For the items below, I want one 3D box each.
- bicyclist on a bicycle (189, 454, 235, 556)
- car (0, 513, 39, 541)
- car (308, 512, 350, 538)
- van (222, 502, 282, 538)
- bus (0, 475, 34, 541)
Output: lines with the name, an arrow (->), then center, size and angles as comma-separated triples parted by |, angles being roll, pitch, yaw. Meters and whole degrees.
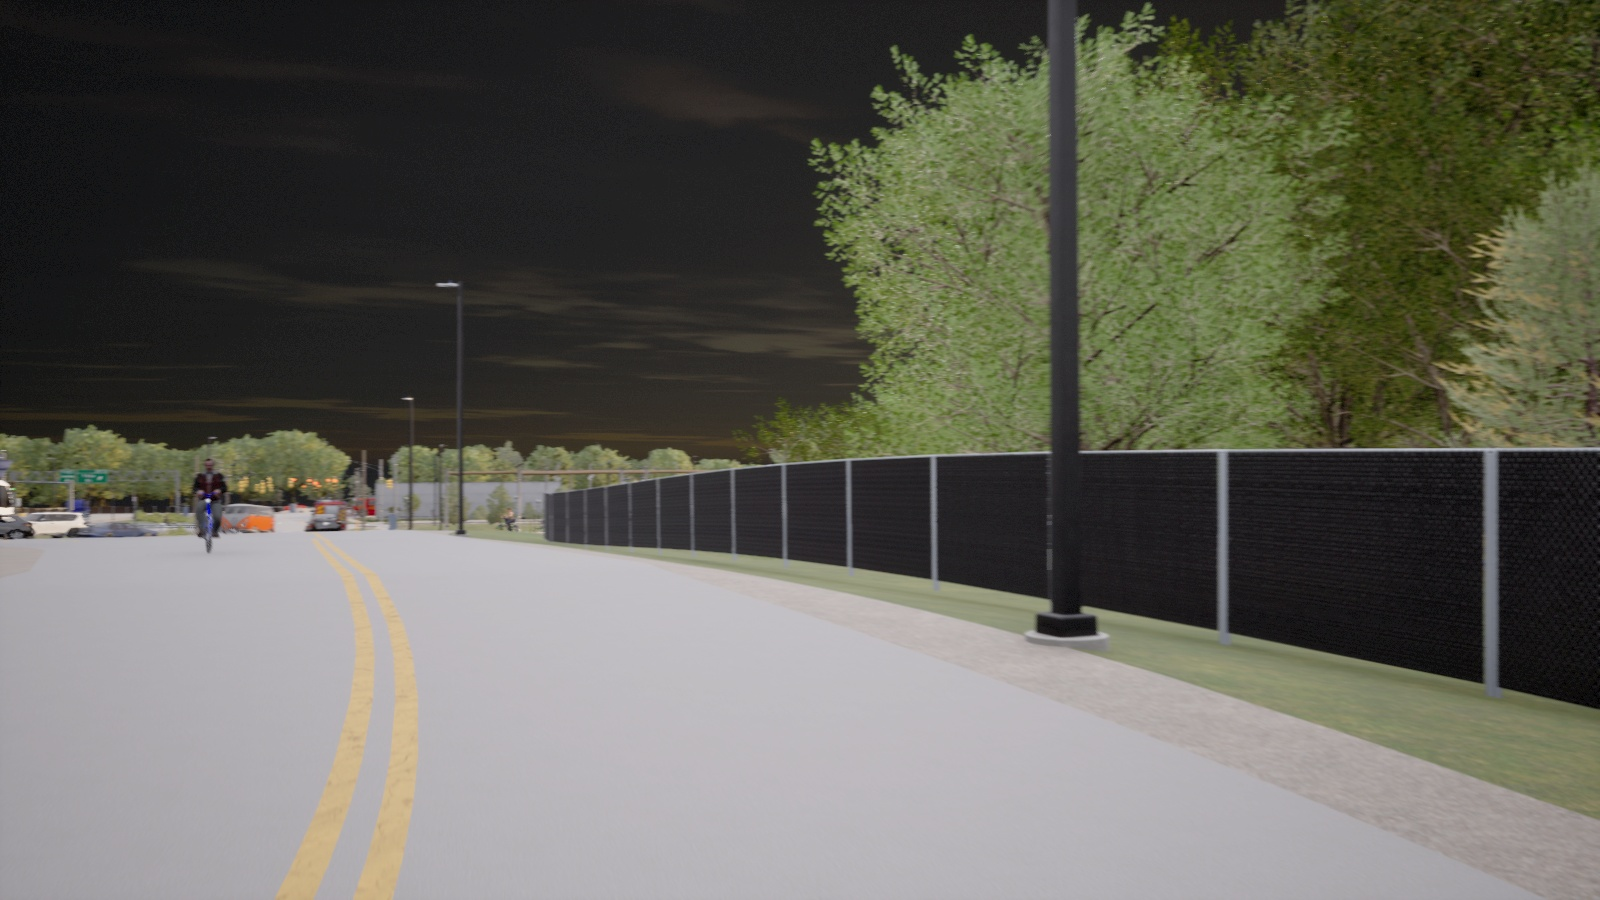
bicyclist on a bicycle -> -10.686, 1.006, 22.854 | 0.659, 1.776, 1.843 | 0, -3, -22
car -> -43.559, 4.146, 67.652 | 4.193, 1.474, 1.816 | 1, -5, -26
car -> -30.275, 4.838, 80.634 | 2.163, 1.488, 4.792 | 0, -5, -25
van -> -32.688, 4.213, 75.030 | 1.775, 1.987, 4.442 | -1, -5, -2
bus -> -52.955, 3.628, 79.106 | 3.944, 4.253, 10.273 | 1, -4, -7
